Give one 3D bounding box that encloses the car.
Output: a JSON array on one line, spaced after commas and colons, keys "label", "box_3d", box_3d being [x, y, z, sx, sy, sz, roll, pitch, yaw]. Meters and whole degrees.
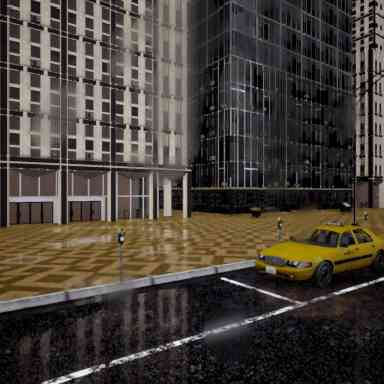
[{"label": "car", "box_3d": [3.830, 1.526, 9.271, 4.829, 1.417, 1.752, 0, 0, -35]}]
